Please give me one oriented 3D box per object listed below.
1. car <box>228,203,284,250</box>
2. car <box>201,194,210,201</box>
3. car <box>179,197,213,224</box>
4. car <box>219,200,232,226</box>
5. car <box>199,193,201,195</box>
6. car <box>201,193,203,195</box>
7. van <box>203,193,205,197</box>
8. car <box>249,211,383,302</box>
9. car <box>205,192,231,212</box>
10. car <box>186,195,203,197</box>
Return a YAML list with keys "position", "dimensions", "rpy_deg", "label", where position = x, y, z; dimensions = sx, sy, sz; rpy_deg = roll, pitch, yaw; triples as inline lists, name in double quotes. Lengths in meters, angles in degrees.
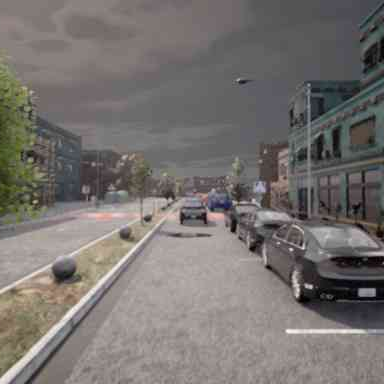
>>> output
- position: [2.994, 1.414, 13.753]
  dimensions: [2.231, 1.521, 4.892]
  rpy_deg: [0, 0, 0]
  label: "car"
- position: [2.978, 1.237, 74.492]
  dimensions: [2.002, 1.452, 4.674]
  rpy_deg: [0, 0, 0]
  label: "car"
- position: [0.094, 1.364, 23.861]
  dimensions: [2.128, 1.511, 4.902]
  rpy_deg: [0, 0, 0]
  label: "car"
- position: [2.992, 1.411, 19.311]
  dimensions: [2.163, 1.488, 4.792]
  rpy_deg: [0, 0, 0]
  label: "car"
- position: [2.981, 1.075, 63.295]
  dimensions: [2.185, 1.767, 4.553]
  rpy_deg: [0, 0, 0]
  label: "car"
- position: [2.985, 1.220, 52.278]
  dimensions: [2.231, 1.521, 4.892]
  rpy_deg: [0, 0, 0]
  label: "car"
- position: [2.986, 1.009, 46.880]
  dimensions: [1.878, 1.987, 4.442]
  rpy_deg: [0, 0, 0]
  label: "van"
- position: [2.995, 1.443, 8.105]
  dimensions: [2.231, 1.521, 4.892]
  rpy_deg: [0, 0, 0]
  label: "car"
- position: [2.989, 1.034, 35.749]
  dimensions: [2.435, 2.045, 5.566]
  rpy_deg: [0, 0, 0]
  label: "car"
- position: [0.090, 1.377, 41.242]
  dimensions: [1.895, 1.301, 4.718]
  rpy_deg: [0, 0, 0]
  label: "car"
